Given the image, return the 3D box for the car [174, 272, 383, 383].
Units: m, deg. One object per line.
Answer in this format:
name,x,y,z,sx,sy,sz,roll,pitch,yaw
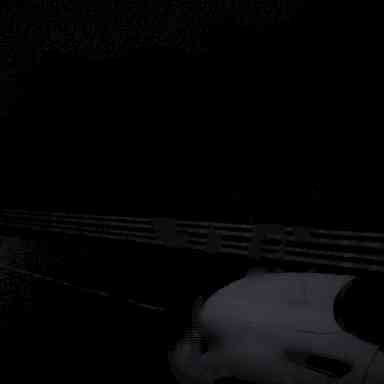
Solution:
car,2.491,1.242,2.090,5.566,2.045,2.150,0,0,36
